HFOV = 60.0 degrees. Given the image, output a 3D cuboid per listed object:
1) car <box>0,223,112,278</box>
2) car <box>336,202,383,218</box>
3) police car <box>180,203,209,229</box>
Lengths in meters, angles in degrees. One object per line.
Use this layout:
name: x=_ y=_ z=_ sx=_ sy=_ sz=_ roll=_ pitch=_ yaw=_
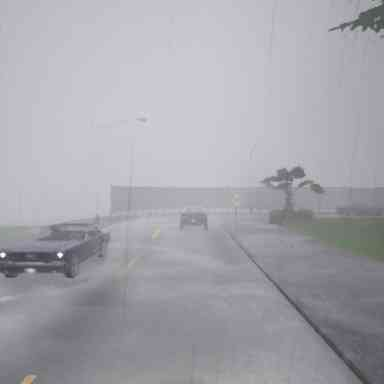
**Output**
car: x=-4.045 y=1.694 z=10.574 sx=1.895 sy=1.301 sz=4.718 roll=0 pitch=-1 yaw=1
car: x=17.118 y=1.771 z=33.331 sx=5.008 sy=1.535 sz=1.882 roll=0 pitch=0 yaw=1
police car: x=0.200 y=1.633 z=23.740 sx=1.930 sy=1.638 sz=5.238 roll=0 pitch=0 yaw=2
